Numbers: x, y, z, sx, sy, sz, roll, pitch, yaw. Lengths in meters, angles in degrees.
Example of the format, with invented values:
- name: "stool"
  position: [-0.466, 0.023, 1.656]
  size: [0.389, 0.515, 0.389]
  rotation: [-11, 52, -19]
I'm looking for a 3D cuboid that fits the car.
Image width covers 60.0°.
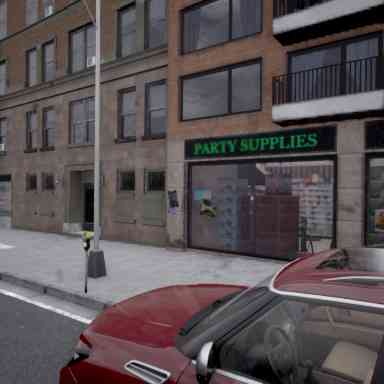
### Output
- name: "car"
  position: [1.282, 1.315, 2.152]
  size: [5.009, 1.841, 2.192]
  rotation: [0, 1, 35]
